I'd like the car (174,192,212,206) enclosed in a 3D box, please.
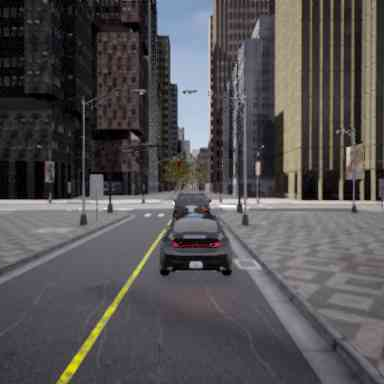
[{"bbox_3d":[0.041,1.002,20.303,2.150,2.045,5.566,0,1,1],"label":"car"}]

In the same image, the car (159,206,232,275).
[{"bbox_3d":[0.099,1.396,10.033,1.837,1.490,4.892,0,1,0],"label":"car"}]
